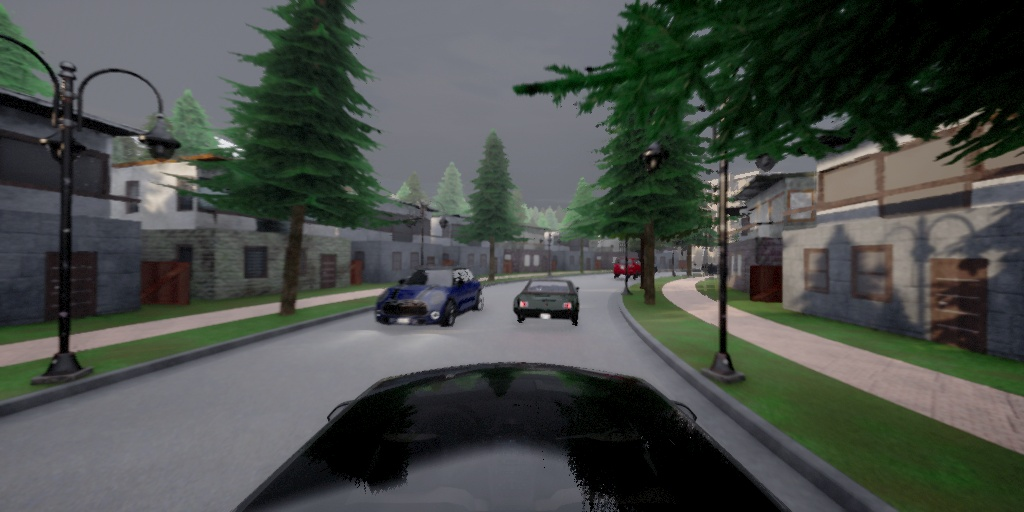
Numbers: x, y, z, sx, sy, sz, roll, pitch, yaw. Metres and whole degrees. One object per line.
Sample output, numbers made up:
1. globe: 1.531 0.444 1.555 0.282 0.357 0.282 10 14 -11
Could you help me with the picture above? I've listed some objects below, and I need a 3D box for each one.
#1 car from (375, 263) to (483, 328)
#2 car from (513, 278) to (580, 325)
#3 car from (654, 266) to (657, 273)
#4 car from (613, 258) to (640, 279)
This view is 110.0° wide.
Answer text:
1. car: -2.439 1.126 11.628 2.097 1.767 4.553 1 0 11
2. car: 1.347 1.410 12.191 1.895 1.301 4.718 0 0 11
3. car: 17.278 1.654 47.419 5.357 1.411 2.033 1 0 -43
4. car: 12.113 1.229 36.260 2.150 2.045 5.566 0 -1 36
